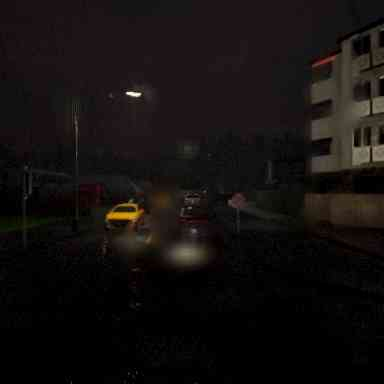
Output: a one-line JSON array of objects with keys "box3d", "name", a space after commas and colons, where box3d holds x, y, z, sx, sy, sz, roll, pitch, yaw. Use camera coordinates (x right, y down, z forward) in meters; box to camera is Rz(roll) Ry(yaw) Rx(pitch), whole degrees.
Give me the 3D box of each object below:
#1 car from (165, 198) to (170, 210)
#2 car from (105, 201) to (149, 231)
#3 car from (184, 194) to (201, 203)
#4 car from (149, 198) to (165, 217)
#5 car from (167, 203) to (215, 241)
[{"box3d": [-4.057, 1.514, 45.026, 1.882, 1.535, 5.008, 0, 0, 1], "name": "car"}, {"box3d": [-4.082, 1.495, 20.901, 1.882, 1.535, 5.008, 0, 0, -2], "name": "car"}, {"box3d": [0.092, 1.258, 45.155, 2.150, 2.045, 5.566, 0, 0, 0], "name": "car"}, {"box3d": [-4.089, 1.573, 31.551, 2.033, 1.411, 5.357, 0, 0, 0], "name": "car"}, {"box3d": [0.095, 1.505, 16.683, 2.128, 1.511, 4.902, 0, 0, 0], "name": "car"}]
